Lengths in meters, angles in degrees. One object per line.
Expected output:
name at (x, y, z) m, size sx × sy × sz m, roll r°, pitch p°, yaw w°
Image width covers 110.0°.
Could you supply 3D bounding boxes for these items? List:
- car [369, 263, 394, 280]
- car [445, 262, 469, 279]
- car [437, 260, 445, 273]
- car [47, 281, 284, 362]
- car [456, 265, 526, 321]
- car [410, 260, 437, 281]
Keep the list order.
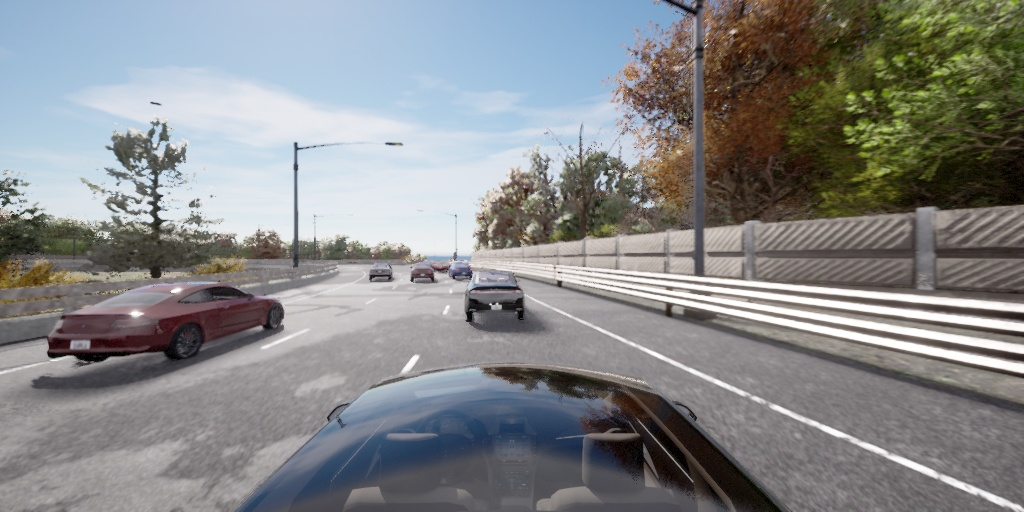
car at (-11.644, 1.348, 32.000) m, size 2.033 × 1.411 × 5.357 m, roll 0°, pitch 0°, yaw -17°
car at (-4.644, 1.300, 32.358) m, size 1.812 × 1.442 × 4.674 m, roll 0°, pitch 0°, yaw -16°
car at (-8.497, 1.392, 43.822) m, size 1.895 × 1.301 × 4.718 m, roll 0°, pitch 0°, yaw -20°
car at (-7.284, 1.304, 8.229) m, size 1.812 × 1.442 × 4.674 m, roll 0°, pitch 0°, yaw -4°
car at (-0.675, 1.247, 12.602) m, size 2.128 × 1.511 × 4.902 m, roll 0°, pitch 0°, yaw -6°
car at (-7.542, 1.310, 30.203) m, size 1.812 × 1.442 × 4.674 m, roll 0°, pitch 0°, yaw -15°
